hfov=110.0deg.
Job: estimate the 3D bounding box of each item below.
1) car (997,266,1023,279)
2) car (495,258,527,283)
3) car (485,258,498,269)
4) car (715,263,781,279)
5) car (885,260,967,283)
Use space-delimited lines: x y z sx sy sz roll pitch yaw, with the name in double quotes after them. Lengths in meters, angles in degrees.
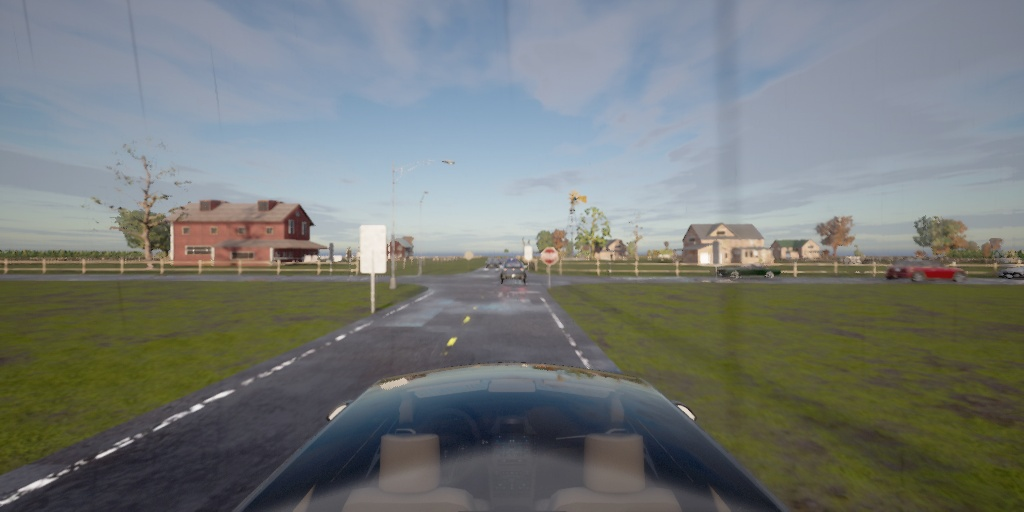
45.113 1.347 30.539 5.357 1.411 2.033 0 0 1 "car"
0.093 1.125 26.629 2.128 1.511 4.902 0 0 0 "car"
-2.824 1.014 51.583 1.837 1.490 4.892 0 0 0 "car"
20.148 1.285 30.787 4.718 1.301 1.895 0 0 0 "car"
31.989 1.107 27.748 4.553 1.767 2.097 0 0 0 "car"
